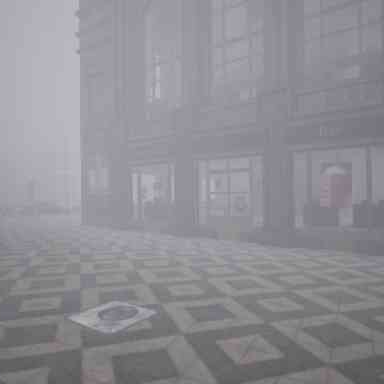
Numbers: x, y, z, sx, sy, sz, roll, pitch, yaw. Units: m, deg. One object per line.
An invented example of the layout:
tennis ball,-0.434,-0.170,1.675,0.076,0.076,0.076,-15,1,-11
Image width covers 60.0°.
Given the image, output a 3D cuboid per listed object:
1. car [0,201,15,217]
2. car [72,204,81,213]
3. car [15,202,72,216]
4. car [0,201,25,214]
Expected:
car,-17.464,1.544,27.181,2.008,1.369,4.403,-1,-1,35
car,-10.811,1.564,36.571,1.752,1.417,4.829,-1,-1,35
car,-14.185,1.579,31.807,1.947,1.339,4.313,-1,-1,35
car,-21.123,1.694,36.759,2.008,1.369,4.403,-1,-1,35
